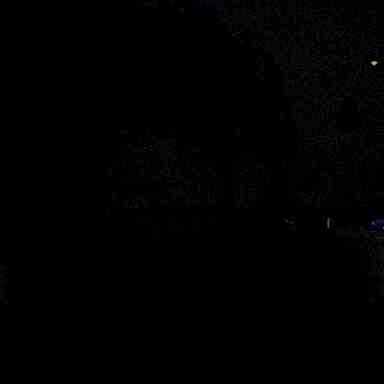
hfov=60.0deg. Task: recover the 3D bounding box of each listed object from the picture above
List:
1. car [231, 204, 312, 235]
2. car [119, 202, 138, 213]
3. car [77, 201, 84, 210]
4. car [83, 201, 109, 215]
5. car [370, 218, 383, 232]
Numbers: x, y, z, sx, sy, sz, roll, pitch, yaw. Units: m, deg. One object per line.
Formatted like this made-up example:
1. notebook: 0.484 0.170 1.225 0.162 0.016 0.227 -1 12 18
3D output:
1. car: 4.311 1.442 18.785 1.882 1.535 5.008 -1 0 -35
2. car: -8.547 1.982 42.273 1.994 1.385 4.181 -1 -1 -35
3. car: -17.718 2.227 55.357 1.882 1.535 5.008 -1 -1 -35
4. car: -11.324 1.966 41.171 2.128 1.511 4.902 -1 -1 -35
5. car: 10.864 1.367 14.576 2.033 1.411 5.357 -1 0 -35
